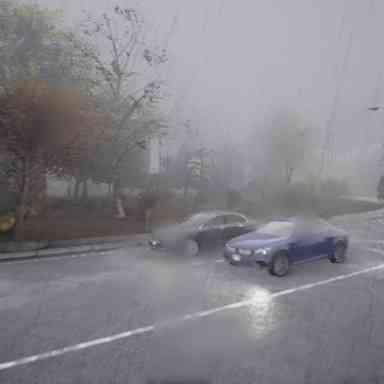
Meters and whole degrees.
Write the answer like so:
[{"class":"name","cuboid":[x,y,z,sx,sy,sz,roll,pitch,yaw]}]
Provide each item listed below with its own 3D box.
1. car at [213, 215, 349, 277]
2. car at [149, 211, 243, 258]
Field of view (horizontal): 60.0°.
[{"class":"car","cuboid":[3.120,1.548,10.509,4.674,1.442,1.812,0,0,-35]},{"class":"car","cuboid":[0.662,1.525,13.052,4.892,1.490,1.837,0,0,-35]}]
